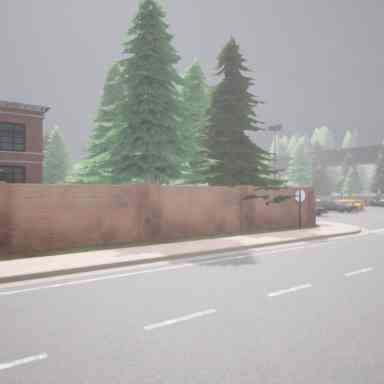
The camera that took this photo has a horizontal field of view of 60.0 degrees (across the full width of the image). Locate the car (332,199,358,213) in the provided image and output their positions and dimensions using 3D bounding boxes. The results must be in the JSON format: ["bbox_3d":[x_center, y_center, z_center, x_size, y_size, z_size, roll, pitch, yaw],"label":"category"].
[{"bbox_3d":[15.450,1.529,36.959,2.033,1.411,5.357,0,0,-35],"label":"car"}]

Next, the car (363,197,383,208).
[{"bbox_3d":[26.324,1.465,46.181,2.128,1.511,4.902,0,0,-35],"label":"car"}]

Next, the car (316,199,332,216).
[{"bbox_3d":[10.284,1.533,32.116,2.033,1.411,5.357,0,0,-34],"label":"car"}]

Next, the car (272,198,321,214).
[{"bbox_3d":[11.417,1.475,36.593,2.128,1.511,4.902,0,0,-36],"label":"car"}]
